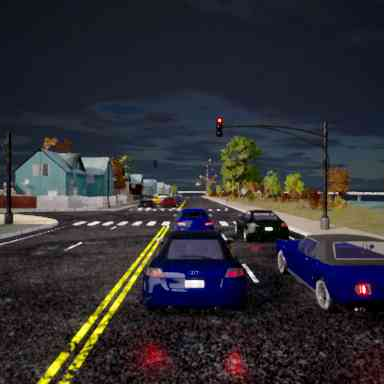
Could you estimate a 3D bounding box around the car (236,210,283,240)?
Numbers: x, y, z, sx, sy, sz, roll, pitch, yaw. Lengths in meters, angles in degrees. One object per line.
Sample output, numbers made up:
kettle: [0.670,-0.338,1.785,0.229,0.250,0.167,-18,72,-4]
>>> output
car: [3.325,1.563,16.380,1.994,1.385,4.181,0,0,0]

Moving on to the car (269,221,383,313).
car: [3.343,1.600,7.619,1.895,1.301,4.718,0,0,0]

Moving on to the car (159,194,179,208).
car: [-3.408,1.500,49.996,1.882,1.535,5.008,0,0,1]

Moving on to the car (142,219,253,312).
car: [0.080,1.563,7.779,1.994,1.385,4.181,0,0,1]

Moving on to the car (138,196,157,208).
car: [-6.661,1.585,48.874,1.994,1.385,4.181,0,0,0]

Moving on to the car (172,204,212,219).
car: [0.062,1.525,16.466,1.812,1.442,4.674,0,0,-2]

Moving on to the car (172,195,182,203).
car: [-3.357,1.536,74.387,1.882,1.535,5.008,0,0,0]

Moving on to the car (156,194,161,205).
car: [-6.658,1.512,59.523,1.882,1.535,5.008,0,0,0]

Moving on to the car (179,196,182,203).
car: [-3.404,1.526,61.085,2.128,1.511,4.902,0,0,0]
